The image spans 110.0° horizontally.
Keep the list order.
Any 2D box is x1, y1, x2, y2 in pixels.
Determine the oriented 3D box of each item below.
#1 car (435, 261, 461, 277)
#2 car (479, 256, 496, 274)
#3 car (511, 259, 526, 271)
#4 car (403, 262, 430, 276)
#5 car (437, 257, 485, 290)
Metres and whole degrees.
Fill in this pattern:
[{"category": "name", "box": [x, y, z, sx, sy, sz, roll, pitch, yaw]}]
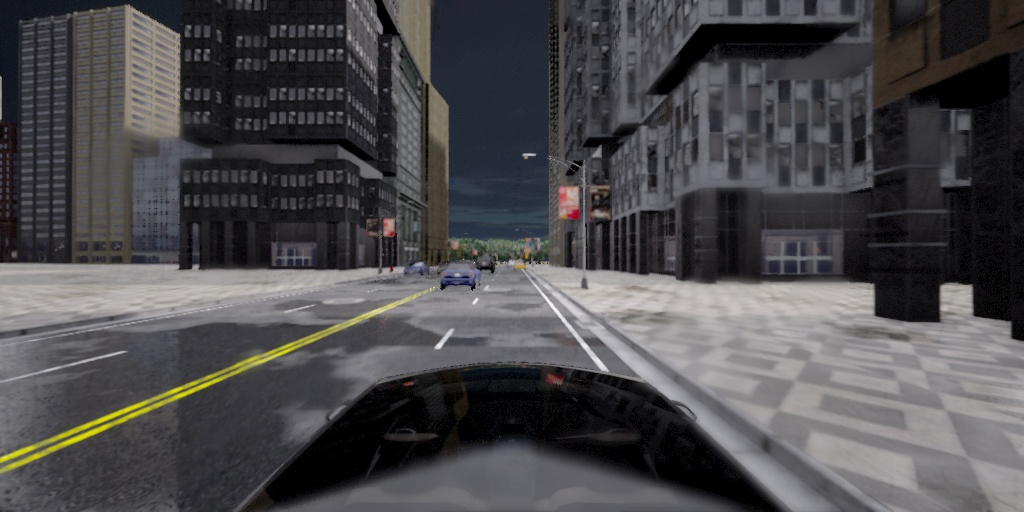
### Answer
[{"category": "car", "box": [-6.586, 1.305, 37.596, 1.837, 1.490, 4.892, 0, 0, 0]}, {"category": "car", "box": [-3.146, 1.029, 43.453, 2.150, 2.045, 5.566, 0, 0, 0]}, {"category": "car", "box": [1.142, 1.287, 52.208, 1.801, 1.575, 5.366, 0, 0, 0]}, {"category": "car", "box": [-9.837, 1.325, 37.328, 1.812, 1.442, 4.674, 0, 0, 0]}, {"category": "car", "box": [-3.148, 1.131, 22.845, 2.097, 1.767, 4.553, 0, 0, 0]}]
